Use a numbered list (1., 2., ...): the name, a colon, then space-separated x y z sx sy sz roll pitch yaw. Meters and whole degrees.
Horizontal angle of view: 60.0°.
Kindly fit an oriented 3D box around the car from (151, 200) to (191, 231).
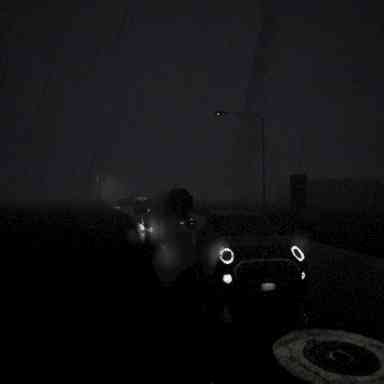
1. car: -1.160 1.481 20.745 1.837 1.490 4.892 -1 0 -15

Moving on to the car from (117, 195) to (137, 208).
1. car: -9.768 1.519 48.771 2.033 1.411 5.357 -1 0 -20

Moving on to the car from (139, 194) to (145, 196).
1. car: -5.374 1.427 44.645 2.128 1.511 4.902 -1 0 -19

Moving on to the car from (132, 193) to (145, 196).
1. car: -8.886 1.159 54.431 2.150 2.045 5.566 -1 0 -19

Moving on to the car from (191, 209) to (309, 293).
1. car: 1.329 1.342 9.038 2.097 1.767 4.553 -1 0 -6

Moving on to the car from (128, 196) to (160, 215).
1. car: -4.737 1.463 33.290 2.128 1.511 4.902 -1 0 -17
